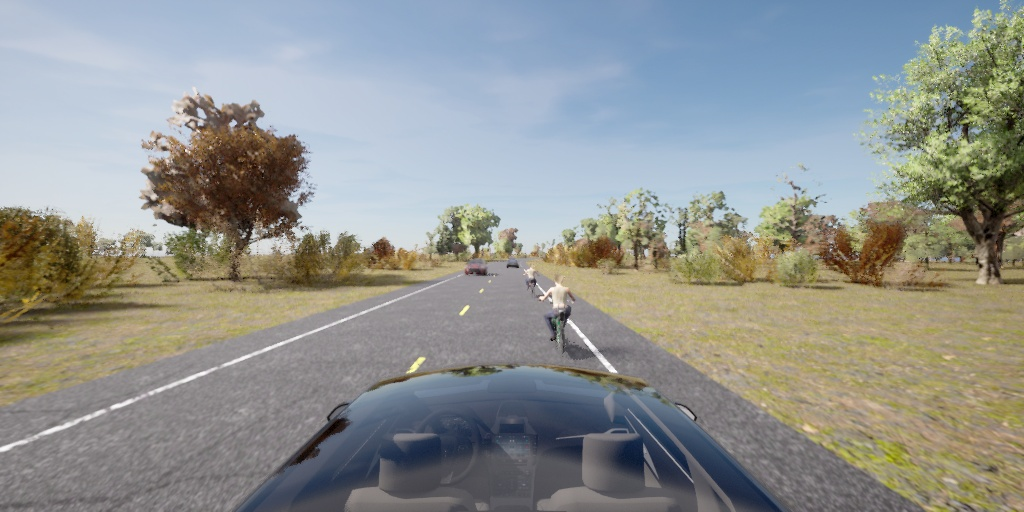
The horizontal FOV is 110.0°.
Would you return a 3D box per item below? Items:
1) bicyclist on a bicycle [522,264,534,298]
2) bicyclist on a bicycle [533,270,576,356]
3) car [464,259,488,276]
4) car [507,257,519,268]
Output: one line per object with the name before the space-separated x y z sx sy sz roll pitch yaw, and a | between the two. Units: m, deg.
bicyclist on a bicycle | 0.944 1.184 17.557 0.866 1.612 1.509 0 0 0
bicyclist on a bicycle | 0.987 1.186 7.677 0.866 1.612 1.509 0 0 0
car | -3.588 1.087 36.575 2.097 1.767 4.553 0 0 0
car | 0.116 1.261 60.035 1.994 1.385 4.181 0 0 0
